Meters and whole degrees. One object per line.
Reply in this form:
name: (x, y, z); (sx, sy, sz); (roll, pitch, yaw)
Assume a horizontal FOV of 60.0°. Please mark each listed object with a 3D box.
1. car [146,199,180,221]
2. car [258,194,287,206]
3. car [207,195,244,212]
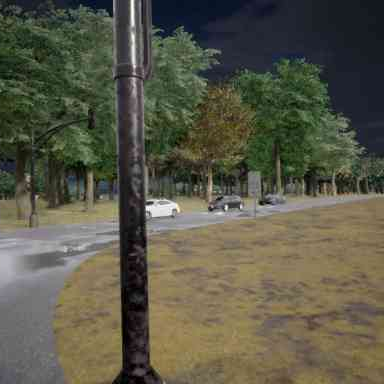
car: (-2.790, 1.268, 24.477); (1.812, 1.442, 4.674); (-3, -1, 37)
car: (10.078, 0.962, 41.374); (2.033, 1.411, 5.357); (-3, -1, 37)
car: (3.343, 1.087, 32.545); (1.837, 1.490, 4.892); (-3, -1, 37)
